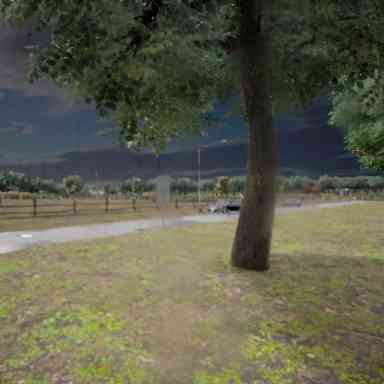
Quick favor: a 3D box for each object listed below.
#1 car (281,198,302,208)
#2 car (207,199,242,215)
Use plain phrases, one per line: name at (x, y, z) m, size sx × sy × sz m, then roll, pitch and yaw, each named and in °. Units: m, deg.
car at (14.801, 1.650, 49.419) m, size 1.994 × 1.385 × 4.181 m, roll -2°, pitch -1°, yaw 36°
car at (3.424, 1.492, 33.908) m, size 2.128 × 1.511 × 4.902 m, roll -2°, pitch -1°, yaw 36°
